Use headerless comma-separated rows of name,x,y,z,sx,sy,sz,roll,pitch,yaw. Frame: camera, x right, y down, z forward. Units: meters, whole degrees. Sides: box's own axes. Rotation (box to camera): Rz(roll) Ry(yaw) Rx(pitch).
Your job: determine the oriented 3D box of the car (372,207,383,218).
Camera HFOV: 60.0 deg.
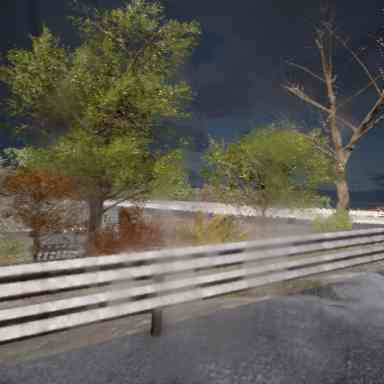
car,31.630,3.513,52.664,5.566,2.045,2.150,3,-2,18
